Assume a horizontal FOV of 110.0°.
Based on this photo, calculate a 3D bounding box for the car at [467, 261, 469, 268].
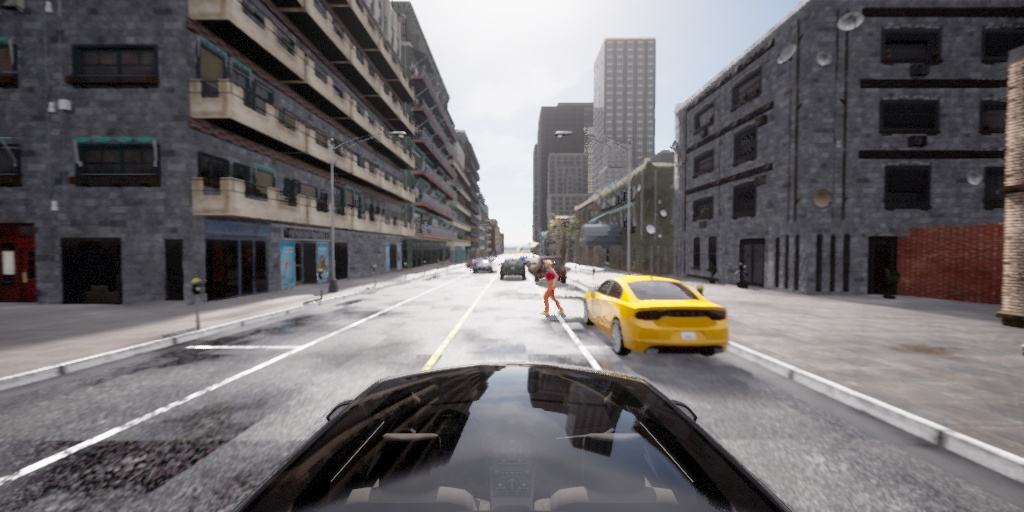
[{"bbox_3d":[-5.691,1.045,53.257,1.802,1.307,4.207,0,0,0],"label":"car"}]

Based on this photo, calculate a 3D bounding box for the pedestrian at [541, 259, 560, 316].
[{"bbox_3d":[1.228,0.991,11.552,0.375,1.860,0.375,-1,1,0],"label":"pedestrian"}]

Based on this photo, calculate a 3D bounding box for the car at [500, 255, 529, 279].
[{"bbox_3d":[0.074,0.946,30.270,2.097,1.767,4.553,0,0,0],"label":"car"}]

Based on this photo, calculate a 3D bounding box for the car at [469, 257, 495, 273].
[{"bbox_3d":[-3.088,1.111,38.716,1.994,1.385,4.181,0,0,0],"label":"car"}]

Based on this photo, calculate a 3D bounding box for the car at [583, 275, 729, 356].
[{"bbox_3d":[3.000,1.192,8.565,1.882,1.535,5.008,0,0,0],"label":"car"}]

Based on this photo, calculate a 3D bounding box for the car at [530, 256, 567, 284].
[{"bbox_3d":[2.657,0.936,25.404,2.192,1.841,5.009,0,0,0],"label":"car"}]
